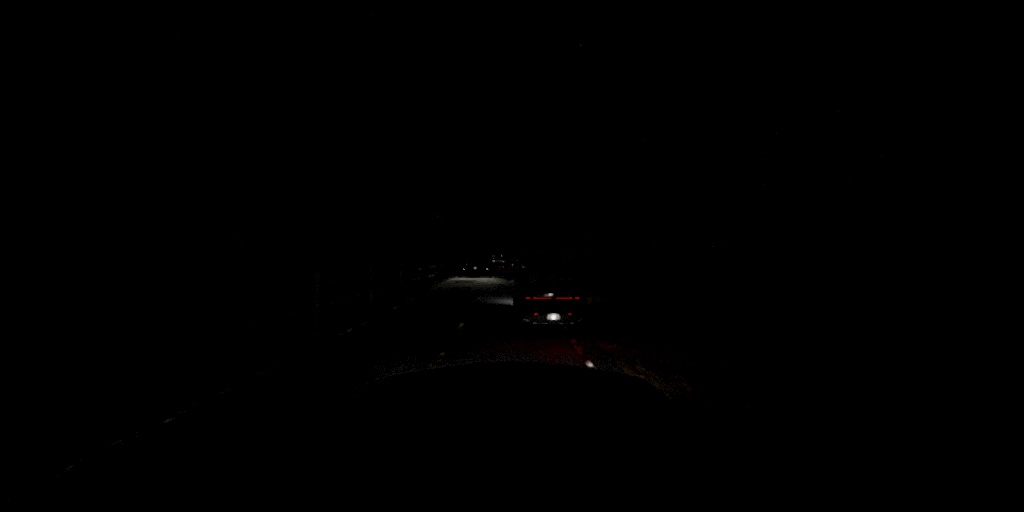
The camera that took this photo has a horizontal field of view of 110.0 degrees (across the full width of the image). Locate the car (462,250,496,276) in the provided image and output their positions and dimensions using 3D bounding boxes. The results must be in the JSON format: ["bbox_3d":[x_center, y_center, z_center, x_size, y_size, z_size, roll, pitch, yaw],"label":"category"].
[{"bbox_3d":[-2.845,0.522,30.536,2.150,2.045,5.566,0,1,0],"label":"car"}]

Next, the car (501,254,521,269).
[{"bbox_3d":[0.082,0.678,39.820,1.812,1.442,4.674,0,1,0],"label":"car"}]

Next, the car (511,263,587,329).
[{"bbox_3d":[0.962,1.119,10.684,1.837,1.490,4.892,0,1,0],"label":"car"}]
